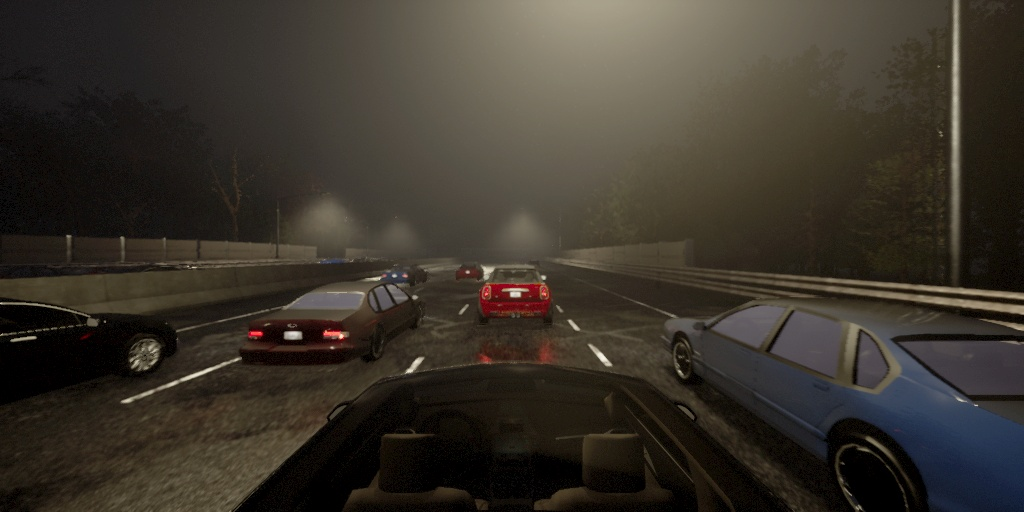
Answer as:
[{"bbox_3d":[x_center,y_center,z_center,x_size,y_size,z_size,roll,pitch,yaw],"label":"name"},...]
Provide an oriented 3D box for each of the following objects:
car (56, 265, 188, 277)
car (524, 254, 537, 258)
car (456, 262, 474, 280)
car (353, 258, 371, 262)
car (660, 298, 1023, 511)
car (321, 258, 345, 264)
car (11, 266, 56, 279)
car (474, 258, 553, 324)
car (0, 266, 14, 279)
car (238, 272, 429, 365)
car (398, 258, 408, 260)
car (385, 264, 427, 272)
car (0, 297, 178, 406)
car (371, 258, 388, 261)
[{"bbox_3d":[-17.606,1.185,17.089,1.837,1.490,4.892,0,0,0],"label":"car"},{"bbox_3d":[3.473,0.930,58.455,2.128,1.511,4.902,0,0,0],"label":"car"},{"bbox_3d":[-3.411,1.192,29.643,1.994,1.385,4.181,0,0,0],"label":"car"},{"bbox_3d":[-24.552,1.019,58.983,1.837,1.490,4.892,0,0,1],"label":"car"},{"bbox_3d":[3.434,1.168,3.809,2.033,1.411,5.357,0,0,2],"label":"car"},{"bbox_3d":[-28.062,1.001,56.359,1.882,1.535,5.008,0,0,1],"label":"car"},{"bbox_3d":[-21.106,1.240,17.997,1.994,1.385,4.181,0,0,0],"label":"car"},{"bbox_3d":[0.095,1.055,11.847,2.097,1.767,4.553,0,0,0],"label":"car"},{"bbox_3d":[-24.608,1.224,17.812,2.033,1.411,5.357,0,0,0],"label":"car"},{"bbox_3d":[-3.401,1.268,8.078,2.033,1.411,5.357,0,0,0],"label":"car"},{"bbox_3d":[-17.572,1.044,57.952,1.812,1.442,4.674,0,0,1],"label":"car"},{"bbox_3d":[-6.910,1.201,23.577,2.033,1.411,5.357,0,0,0],"label":"car"},{"bbox_3d":[-6.901,1.242,4.385,1.837,1.490,4.892,0,0,0],"label":"car"},{"bbox_3d":[-21.058,1.077,59.167,1.994,1.385,4.181,0,0,1],"label":"car"}]
